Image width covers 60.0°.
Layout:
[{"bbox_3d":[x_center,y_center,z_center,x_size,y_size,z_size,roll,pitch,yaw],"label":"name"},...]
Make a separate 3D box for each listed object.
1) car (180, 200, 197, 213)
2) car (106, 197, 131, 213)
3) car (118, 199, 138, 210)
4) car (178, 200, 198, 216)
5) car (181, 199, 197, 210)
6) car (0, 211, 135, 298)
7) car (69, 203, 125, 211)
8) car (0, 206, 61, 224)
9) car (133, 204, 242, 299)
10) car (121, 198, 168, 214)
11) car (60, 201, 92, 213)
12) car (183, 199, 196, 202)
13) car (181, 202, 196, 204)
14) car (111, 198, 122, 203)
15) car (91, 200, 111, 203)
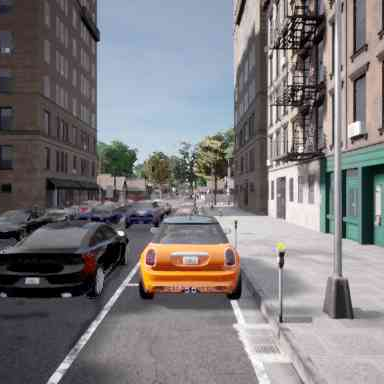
[{"bbox_3d":[-0.383,1.596,38.428,1.802,1.307,4.206,0,0,0],"label":"car"},{"bbox_3d":[-8.408,1.454,38.426,1.967,1.590,4.097,0,0,0],"label":"car"},{"bbox_3d":[-8.408,1.600,43.945,1.802,1.307,4.206,0,0,0],"label":"car"},{"bbox_3d":[-0.383,1.554,32.910,1.887,1.381,4.507,0,0,0],"label":"car"},{"bbox_3d":[-0.383,1.584,43.946,1.947,1.339,4.313,0,0,0],"label":"car"},{"bbox_3d":[-2.922,1.478,8.573,1.882,1.535,5.008,0,0,0],"label":"car"},{"bbox_3d":[-5.869,1.603,21.152,1.895,1.301,4.718,0,0,0],"label":"car"},{"bbox_3d":[-8.408,1.567,16.351,1.947,1.339,4.313,0,0,0],"label":"car"},{"bbox_3d":[-0.032,1.353,8.620,2.097,1.767,4.553,0,0,0],"label":"car"},{"bbox_3d":[-3.021,1.354,22.291,2.097,1.767,4.553,0,0,1],"label":"car"},{"bbox_3d":[-8.408,1.553,21.869,2.008,1.369,4.403,0,0,0],"label":"car"},{"bbox_3d":[-0.383,1.531,27.562,1.752,1.417,4.829,0,0,0],"label":"car"},{"bbox_3d":[-0.383,1.584,21.873,1.802,1.307,4.206,0,0,0],"label":"car"},{"bbox_3d":[-8.408,1.535,32.737,1.752,1.417,4.829,0,0,0],"label":"car"},{"bbox_3d":[-8.408,1.446,27.388,1.967,1.590,4.097,0,0,0],"label":"car"}]
